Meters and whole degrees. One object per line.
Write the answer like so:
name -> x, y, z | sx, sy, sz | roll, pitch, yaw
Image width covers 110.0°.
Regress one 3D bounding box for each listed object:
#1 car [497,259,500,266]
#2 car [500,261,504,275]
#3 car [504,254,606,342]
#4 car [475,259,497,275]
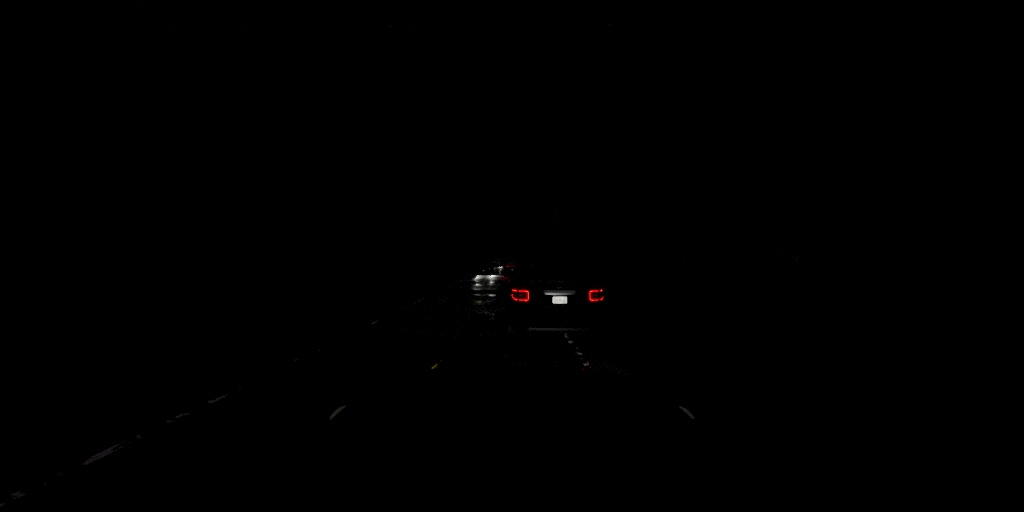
car -> -2.830, 1.259, 65.030 | 1.812, 1.442, 4.674 | 0, 0, 0
car -> 0.029, 1.223, 38.261 | 1.882, 1.535, 5.008 | 0, 0, 0
car -> 0.955, 0.975, 9.873 | 2.150, 2.045, 5.566 | 0, 0, 0
car -> -2.896, 1.249, 38.846 | 1.837, 1.490, 4.892 | 0, 0, 0
